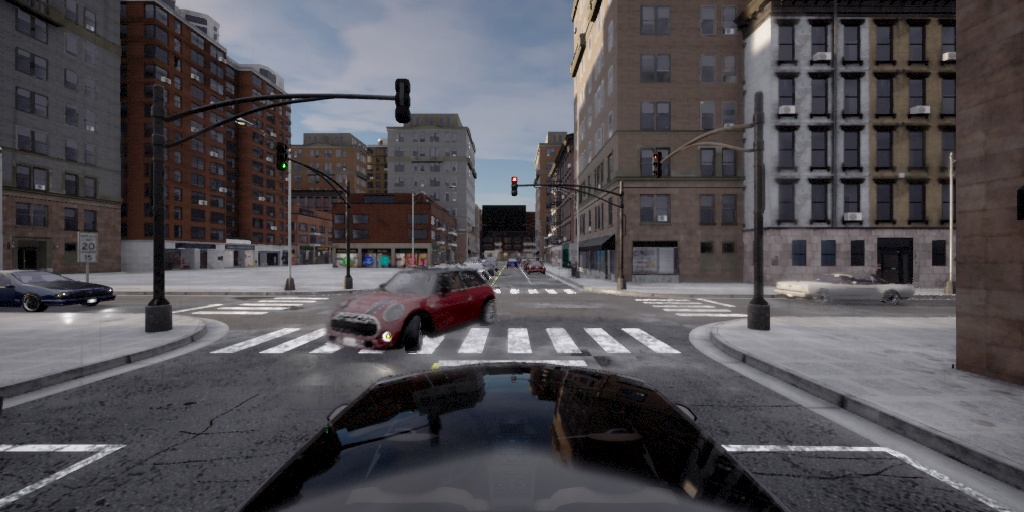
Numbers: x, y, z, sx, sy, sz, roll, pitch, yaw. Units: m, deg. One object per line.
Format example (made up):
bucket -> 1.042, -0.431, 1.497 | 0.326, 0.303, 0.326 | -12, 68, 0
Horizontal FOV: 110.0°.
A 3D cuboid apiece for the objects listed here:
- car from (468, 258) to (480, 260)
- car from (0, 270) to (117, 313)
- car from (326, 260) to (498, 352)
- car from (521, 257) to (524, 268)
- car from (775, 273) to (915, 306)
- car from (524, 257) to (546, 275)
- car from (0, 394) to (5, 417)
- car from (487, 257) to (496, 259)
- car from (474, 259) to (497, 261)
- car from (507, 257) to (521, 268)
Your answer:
car -> -5.404, 1.302, 45.121 | 2.007, 1.370, 4.403 | 0, 0, 0
car -> -17.807, 1.216, 12.935 | 5.357, 1.411, 2.033 | 0, 0, 0
car -> -2.232, 1.099, 9.093 | 2.097, 1.767, 4.553 | 1, 0, 26
car -> 2.621, 1.066, 45.124 | 2.192, 1.841, 5.009 | 0, 0, 0
car -> 14.559, 1.432, 15.927 | 4.718, 1.301, 1.895 | 0, 0, 0
car -> 2.624, 1.191, 39.462 | 1.967, 1.591, 4.097 | 0, 0, 0
car -> -5.388, 1.300, 1.290 | 2.007, 1.370, 4.403 | 0, 0, 0
car -> -2.852, 1.244, 48.095 | 2.128, 1.511, 4.902 | 0, 0, 0
car -> -2.850, 1.315, 37.898 | 1.994, 1.385, 4.181 | 0, 0, 1
car -> 0.083, 1.231, 61.562 | 1.882, 1.535, 5.008 | 0, 0, 0
